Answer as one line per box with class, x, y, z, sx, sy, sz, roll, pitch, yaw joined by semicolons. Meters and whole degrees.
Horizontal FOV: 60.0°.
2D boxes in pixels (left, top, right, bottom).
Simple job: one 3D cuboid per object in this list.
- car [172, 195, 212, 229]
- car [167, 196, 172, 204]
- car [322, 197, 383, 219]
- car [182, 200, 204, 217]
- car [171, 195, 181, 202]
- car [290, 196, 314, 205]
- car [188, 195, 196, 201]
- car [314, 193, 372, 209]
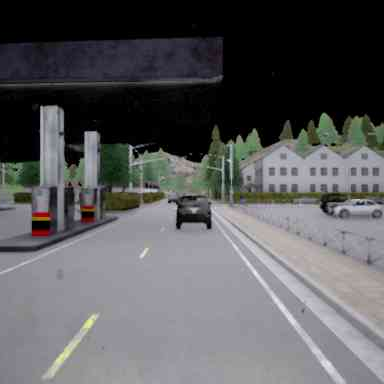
car;0.105;1.197;21.424;2.150;2.045;5.566;0;0;0
car;-3.510;1.477;62.073;2.033;1.411;5.357;0;0;1
car;12.690;1.332;26.125;3.806;1.475;1.970;0;0;0
car;0.103;1.527;32.024;1.994;1.385;4.181;0;0;0
car;-3.485;1.455;74.762;2.033;1.411;5.357;0;0;0
car;17.525;1.313;52.091;4.181;1.385;1.994;0;0;0
car;0.017;1.432;82.644;2.128;1.511;4.902;0;0;0
car;13.282;1.044;29.452;3.866;1.878;1.905;0;0;0
